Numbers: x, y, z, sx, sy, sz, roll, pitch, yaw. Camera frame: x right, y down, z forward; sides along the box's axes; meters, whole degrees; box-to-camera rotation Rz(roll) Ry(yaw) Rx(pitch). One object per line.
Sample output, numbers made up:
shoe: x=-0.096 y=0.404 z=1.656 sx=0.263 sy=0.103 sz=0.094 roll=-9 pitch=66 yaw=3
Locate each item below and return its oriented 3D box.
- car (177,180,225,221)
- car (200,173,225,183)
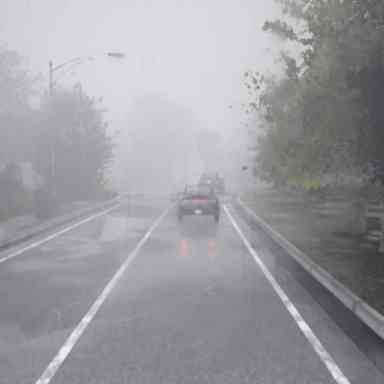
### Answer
car: x=0.322 y=0.411 z=15.781 sx=2.128 sy=1.511 sz=4.902 roll=0 pitch=4 yaw=2
car: x=2.028 y=-0.881 z=32.880 sx=2.150 sy=2.045 sz=5.566 roll=0 pitch=3 yaw=10
